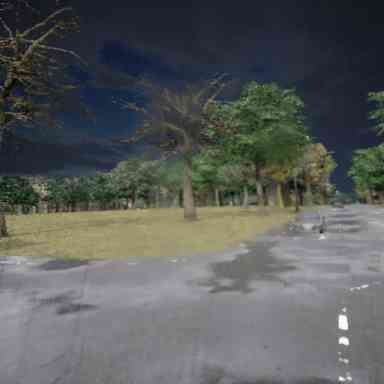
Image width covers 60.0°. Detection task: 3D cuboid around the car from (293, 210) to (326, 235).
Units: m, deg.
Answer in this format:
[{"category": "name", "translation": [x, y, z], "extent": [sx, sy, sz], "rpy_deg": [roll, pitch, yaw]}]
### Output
[{"category": "car", "translation": [8.289, 2.069, 23.329], "extent": [2.128, 1.511, 4.902], "rpy_deg": [-4, -2, 23]}]

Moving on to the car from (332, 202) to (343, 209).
[{"category": "car", "translation": [32.113, 3.016, 73.308], "extent": [2.033, 1.411, 5.357], "rpy_deg": [-4, -3, 31]}]
